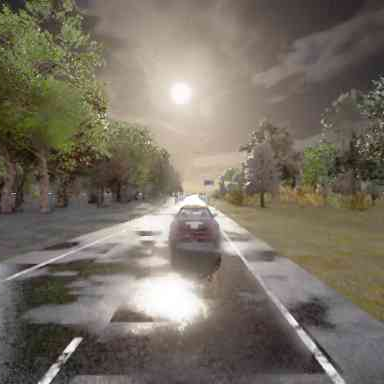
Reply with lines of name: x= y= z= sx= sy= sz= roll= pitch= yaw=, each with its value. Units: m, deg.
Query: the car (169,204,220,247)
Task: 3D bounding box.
car: x=0.103 y=1.386 z=15.248 sx=2.097 sy=1.767 sz=4.553 roll=0 pitch=0 yaw=0
